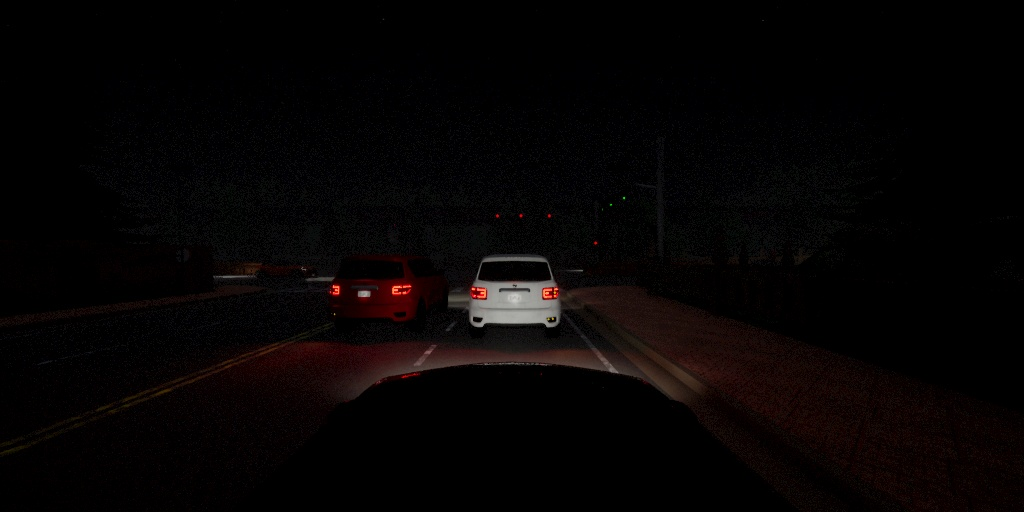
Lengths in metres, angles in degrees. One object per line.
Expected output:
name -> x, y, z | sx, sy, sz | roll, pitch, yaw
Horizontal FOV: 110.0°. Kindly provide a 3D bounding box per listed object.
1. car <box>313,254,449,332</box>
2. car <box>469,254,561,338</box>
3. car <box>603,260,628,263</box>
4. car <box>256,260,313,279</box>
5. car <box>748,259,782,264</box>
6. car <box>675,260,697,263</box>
car -> -3.418, 0.971, 10.994 | 2.150, 2.045, 5.566 | 0, 0, 0
car -> 0.081, 0.971, 10.312 | 2.150, 2.045, 5.566 | 0, 0, 1
car -> 13.595, 1.255, 49.047 | 4.892, 1.490, 1.837 | 0, 0, 0
car -> -19.750, 1.102, 31.578 | 4.553, 1.767, 2.097 | 0, 0, 0
car -> 34.089, 1.207, 48.941 | 4.892, 1.490, 1.837 | -1, 0, 0
car -> 23.453, 1.297, 48.985 | 5.357, 1.411, 2.033 | 0, 0, 0
